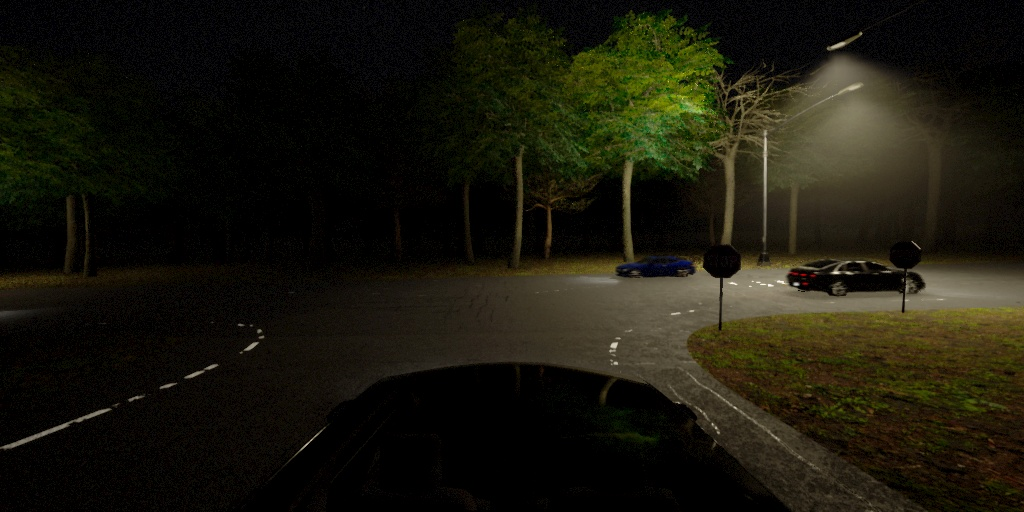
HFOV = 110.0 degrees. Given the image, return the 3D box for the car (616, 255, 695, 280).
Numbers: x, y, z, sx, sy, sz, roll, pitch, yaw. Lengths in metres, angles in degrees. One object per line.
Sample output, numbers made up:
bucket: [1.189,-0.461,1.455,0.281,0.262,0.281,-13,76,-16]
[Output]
car: [8.849,0.713,22.250,4.674,1.442,1.812,-2,3,0]

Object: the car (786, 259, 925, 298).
car: [14.507,0.871,15.263,4.892,1.490,1.837,-2,3,0]
